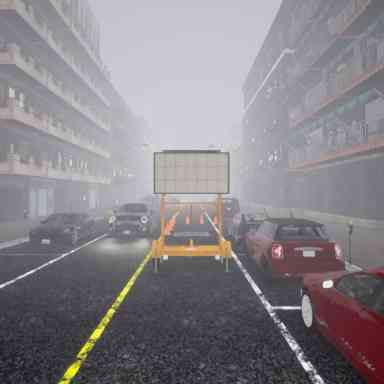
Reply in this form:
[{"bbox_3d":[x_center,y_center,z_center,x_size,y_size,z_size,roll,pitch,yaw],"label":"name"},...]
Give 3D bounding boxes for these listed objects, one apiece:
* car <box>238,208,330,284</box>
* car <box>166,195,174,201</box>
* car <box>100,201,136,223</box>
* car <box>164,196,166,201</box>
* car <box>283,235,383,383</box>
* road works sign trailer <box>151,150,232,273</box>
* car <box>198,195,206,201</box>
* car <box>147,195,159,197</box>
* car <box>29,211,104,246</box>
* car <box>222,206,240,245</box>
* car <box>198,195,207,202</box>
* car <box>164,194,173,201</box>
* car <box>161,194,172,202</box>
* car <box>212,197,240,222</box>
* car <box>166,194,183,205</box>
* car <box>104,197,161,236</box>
[{"bbox_3d":[2.678,1.440,9.562,1.967,1.590,4.097,0,0,0],"label":"car"},{"bbox_3d":[-5.816,1.516,88.463,1.887,1.381,4.507,0,0,0],"label":"car"},{"bbox_3d":[-5.727,1.523,26.292,1.752,1.417,4.829,0,0,0],"label":"car"},{"bbox_3d":[-5.768,1.570,54.645,1.802,1.307,4.206,0,0,0],"label":"car"},{"bbox_3d":[2.686,1.545,3.925,1.887,1.381,4.507,0,0,0],"label":"car"},{"bbox_3d":[-0.015,0.464,10.690,2.380,3.560,2.880,0,0,0],"label":"road works sign trailer"},{"bbox_3d":[2.564,1.516,88.471,1.887,1.381,4.507,0,0,0],"label":"car"},{"bbox_3d":[-5.751,1.432,43.372,1.967,1.590,4.097,0,0,0],"label":"car"},{"bbox_3d":[-5.711,1.565,15.188,1.947,1.339,4.313,0,0,0],"label":"car"},{"bbox_3d":[2.670,1.550,15.197,2.008,1.369,4.403,0,0,0],"label":"car"},{"bbox_3d":[2.580,1.503,77.368,1.752,1.417,4.829,0,0,0],"label":"car"},{"bbox_3d":[-5.808,1.414,82.826,1.967,1.590,4.097,0,0,0],"label":"car"},{"bbox_3d":[-5.799,1.292,77.190,2.192,1.841,5.009,0,0,0],"label":"car"},{"bbox_3d":[2.655,1.312,26.471,2.192,1.841,5.009,0,0,0],"label":"car"},{"bbox_3d":[-3.162,1.463,59.313,1.882,1.535,5.008,0,0,0],"label":"car"},{"bbox_3d":[-3.126,1.351,18.227,2.097,1.767,4.553,0,0,0],"label":"car"}]
